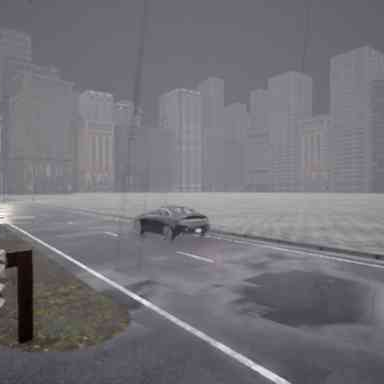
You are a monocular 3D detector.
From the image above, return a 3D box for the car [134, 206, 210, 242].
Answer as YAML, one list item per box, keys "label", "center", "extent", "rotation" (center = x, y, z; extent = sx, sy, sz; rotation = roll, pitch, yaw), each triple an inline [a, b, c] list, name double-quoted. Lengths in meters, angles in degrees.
- label: "car"
  center: [-1.143, 1.411, 16.108]
  extent: [2.128, 1.511, 4.902]
  rotation: [0, 0, -36]
